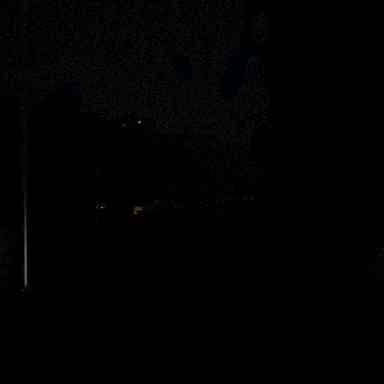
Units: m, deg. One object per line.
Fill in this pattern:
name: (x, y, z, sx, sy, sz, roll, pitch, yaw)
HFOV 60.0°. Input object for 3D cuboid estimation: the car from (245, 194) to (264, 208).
car: (6.983, 1.252, 41.454, 1.802, 1.307, 4.206, -1, 0, 35)

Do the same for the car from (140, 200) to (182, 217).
car: (-2.698, 1.317, 27.658, 1.752, 1.417, 4.829, 0, 0, 35)

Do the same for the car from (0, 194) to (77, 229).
car: (-10.532, 1.129, 21.104, 2.150, 2.045, 5.566, -1, 0, 35)

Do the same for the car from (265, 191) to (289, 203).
car: (14.558, 0.823, 56.689, 2.150, 2.045, 5.566, -1, 0, 35)

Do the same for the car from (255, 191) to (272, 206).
car: (10.240, 0.948, 46.098, 2.192, 1.841, 5.009, -1, 0, 35)

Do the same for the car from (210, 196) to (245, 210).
car: (3.722, 1.150, 36.809, 1.967, 1.590, 4.097, -1, 0, 35)

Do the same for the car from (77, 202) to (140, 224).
car: (-6.055, 1.389, 22.874, 2.008, 1.369, 4.403, 0, 0, 35)
